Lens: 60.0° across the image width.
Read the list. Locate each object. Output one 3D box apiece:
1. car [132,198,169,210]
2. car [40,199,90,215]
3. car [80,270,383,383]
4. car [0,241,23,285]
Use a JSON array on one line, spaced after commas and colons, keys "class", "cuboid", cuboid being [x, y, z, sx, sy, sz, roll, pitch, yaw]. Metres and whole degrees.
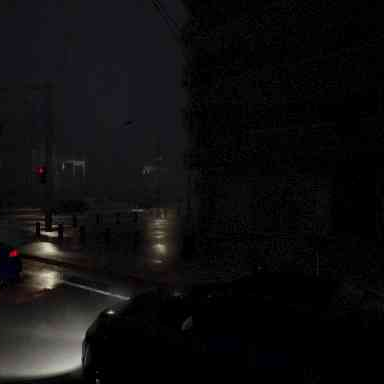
[{"class": "car", "cuboid": [-5.249, 1.491, 43.250, 2.033, 1.411, 5.357, 0, 0, 36]}, {"class": "car", "cuboid": [-12.565, 1.449, 33.121, 1.837, 1.490, 4.892, 0, 0, 36]}, {"class": "car", "cuboid": [0.755, 1.564, 3.452, 4.181, 1.385, 1.994, 0, 0, 36]}, {"class": "car", "cuboid": [-6.097, 1.564, 8.319, 4.181, 1.385, 1.994, 0, 0, 36]}]
